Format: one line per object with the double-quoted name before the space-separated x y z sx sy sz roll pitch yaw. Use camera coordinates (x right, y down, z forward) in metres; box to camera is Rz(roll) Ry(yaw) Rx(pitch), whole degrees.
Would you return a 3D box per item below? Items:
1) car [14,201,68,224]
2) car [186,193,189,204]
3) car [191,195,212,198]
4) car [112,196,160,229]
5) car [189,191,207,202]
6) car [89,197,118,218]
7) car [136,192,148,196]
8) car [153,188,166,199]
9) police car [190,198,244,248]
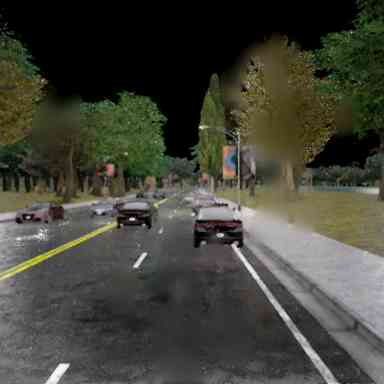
"car" -9.830 1.313 21.950 1.994 1.385 4.181 0 1 0
"car" 0.044 0.992 48.049 1.895 1.301 4.718 0 1 0
"car" 0.996 1.227 24.050 1.837 1.490 4.892 0 1 0
"car" -3.133 1.253 19.916 1.882 1.535 5.008 0 1 0
"car" 1.000 0.995 30.018 2.097 1.767 4.553 0 1 0
"car" -6.576 1.188 26.062 2.128 1.511 4.902 0 1 0
"car" -9.710 0.665 64.710 2.033 1.411 5.357 0 1 1
"car" -6.452 0.310 66.369 2.150 2.045 5.566 0 1 0
"police car" 0.986 1.270 14.159 1.930 1.638 5.238 0 1 0
